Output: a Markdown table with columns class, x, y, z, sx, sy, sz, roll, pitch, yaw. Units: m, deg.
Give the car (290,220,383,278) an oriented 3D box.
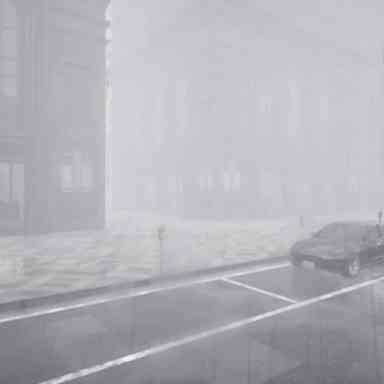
| class | x | y | z | sx | sy | sz | roll | pitch | yaw |
| --- | --- | --- | --- | --- | --- | --- | --- | --- | --- |
| car | 4.874 | 1.562 | 10.122 | 4.313 | 1.339 | 1.947 | 0 | 0 | -36 |
